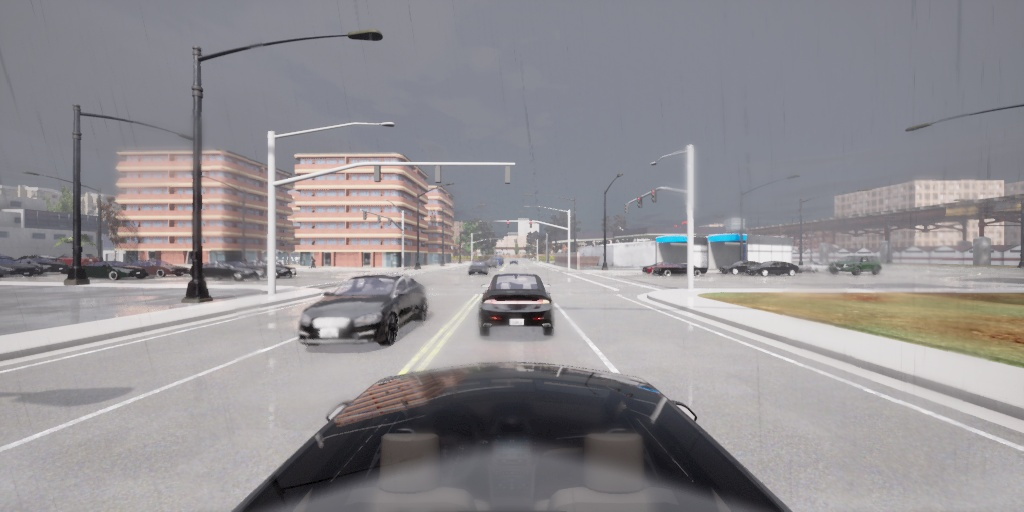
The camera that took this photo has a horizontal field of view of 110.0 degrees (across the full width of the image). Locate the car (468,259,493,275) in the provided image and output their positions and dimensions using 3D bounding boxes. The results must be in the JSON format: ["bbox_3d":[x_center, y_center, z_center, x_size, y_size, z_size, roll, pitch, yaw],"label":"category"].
[{"bbox_3d":[-3.420,1.266,37.189,2.033,1.411,5.357,0,0,0],"label":"car"}]

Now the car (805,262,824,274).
[{"bbox_3d":[34.884,1.351,41.006,4.718,1.301,1.895,0,0,-19],"label":"car"}]

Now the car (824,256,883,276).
[{"bbox_3d":[36.327,0.971,37.836,5.566,2.045,2.150,0,0,-19],"label":"car"}]

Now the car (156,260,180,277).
[{"bbox_3d":[-30.404,1.025,30.227,5.357,1.411,2.033,1,0,1],"label":"car"}]

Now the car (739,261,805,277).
[{"bbox_3d":[25.913,1.255,35.781,4.892,1.490,1.837,0,0,-5],"label":"car"}]

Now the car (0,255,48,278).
[{"bbox_3d":[-39.043,0.875,26.943,5.357,1.411,2.033,1,0,1],"label":"car"}]

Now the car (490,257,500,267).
[{"bbox_3d":[-3.311,1.255,57.794,1.837,1.490,4.892,0,0,0],"label":"car"}]

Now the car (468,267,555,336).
[{"bbox_3d":[0.121,1.242,10.320,2.128,1.511,4.902,0,0,0],"label":"car"}]

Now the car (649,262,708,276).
[{"bbox_3d":[16.634,1.351,35.629,4.718,1.301,1.895,0,0,0],"label":"car"}]

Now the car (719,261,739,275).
[{"bbox_3d":[25.218,1.255,39.234,4.892,1.490,1.837,0,0,-5],"label":"car"}]

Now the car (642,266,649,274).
[{"bbox_3d":[16.474,1.314,39.157,4.181,1.385,1.994,0,0,1],"label":"car"}]

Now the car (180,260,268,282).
[{"bbox_3d":[-20.950,1.109,26.485,4.902,1.511,2.128,1,0,1],"label":"car"}]

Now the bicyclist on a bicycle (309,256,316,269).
[{"bbox_3d":[-25.928,0.844,46.605,0.582,1.620,1.656,1,0,1],"label":"bicyclist on a bicycle"}]

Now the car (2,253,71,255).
[{"bbox_3d":[-50.378,0.628,37.870,4.892,1.490,1.837,1,0,2],"label":"car"}]

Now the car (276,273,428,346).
[{"bbox_3d":[-3.562,1.241,9.473,2.128,1.511,4.902,0,0,0],"label":"car"}]

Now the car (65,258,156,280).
[{"bbox_3d":[-29.790,1.054,26.708,4.181,1.385,1.994,1,0,1],"label":"car"}]

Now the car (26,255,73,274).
[{"bbox_3d":[-40.295,0.868,30.478,4.181,1.385,1.994,1,0,1],"label":"car"}]

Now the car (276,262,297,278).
[{"bbox_3d":[-20.661,1.109,29.976,4.902,1.511,2.128,1,0,1],"label":"car"}]
